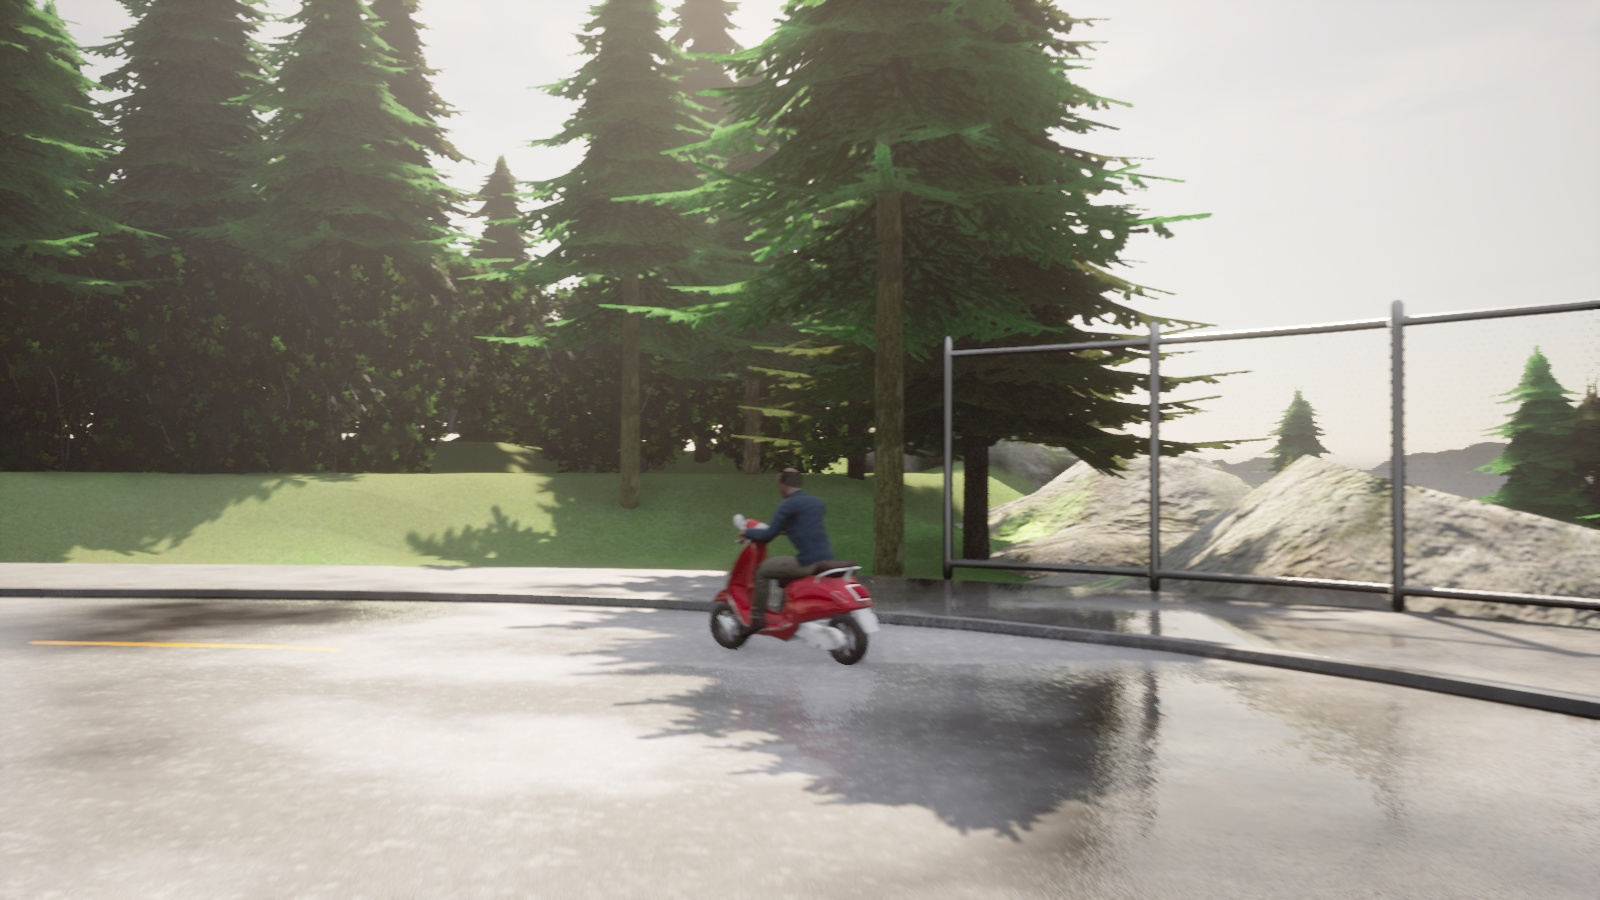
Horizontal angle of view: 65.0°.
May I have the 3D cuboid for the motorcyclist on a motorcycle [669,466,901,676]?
[{"bbox_3d":[-0.151,0.949,10.603,1.817,1.590,0.866,-1,0,41],"label":"motorcyclist on a motorcycle"}]
